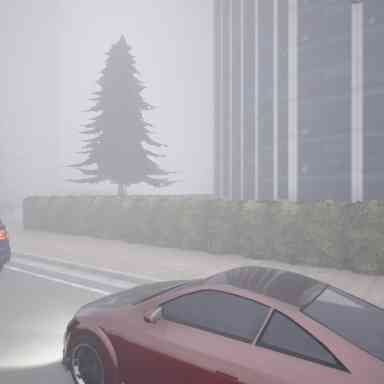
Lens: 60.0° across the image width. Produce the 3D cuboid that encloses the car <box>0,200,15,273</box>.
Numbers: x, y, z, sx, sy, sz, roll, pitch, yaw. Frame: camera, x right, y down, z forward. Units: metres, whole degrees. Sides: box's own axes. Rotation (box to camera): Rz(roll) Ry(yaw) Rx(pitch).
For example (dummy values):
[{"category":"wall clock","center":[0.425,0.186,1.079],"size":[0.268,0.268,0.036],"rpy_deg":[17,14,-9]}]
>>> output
[{"category":"car","center":[-7.153,1.221,9.060],"size":[5.566,2.045,2.150],"rpy_deg":[0,0,35]}]

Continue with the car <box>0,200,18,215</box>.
[{"category":"car","center":[-20.361,1.559,33.239],"size":[1.837,1.490,4.892],"rpy_deg":[0,0,35]}]

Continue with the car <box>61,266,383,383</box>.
[{"category":"car","center":[0.457,1.564,3.667],"size":[4.181,1.385,1.994],"rpy_deg":[0,0,35]}]
